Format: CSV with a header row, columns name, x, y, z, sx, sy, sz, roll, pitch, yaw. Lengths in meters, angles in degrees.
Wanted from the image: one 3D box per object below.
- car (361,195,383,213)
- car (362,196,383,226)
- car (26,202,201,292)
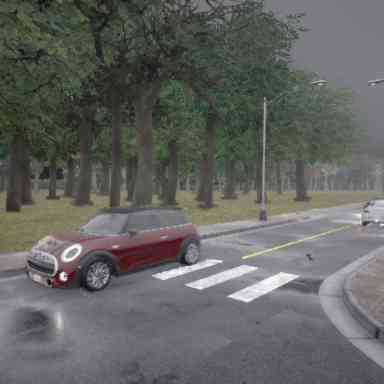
name,x,y,z,sx,sy,sz,roll,pitch,yaw
car,16.863,1.015,29.793,1.895,1.301,4.718,1,2,42
car,11.086,1.175,18.869,1.812,1.442,4.674,1,2,42
car,-1.824,1.214,8.794,2.097,1.767,4.553,1,2,42
